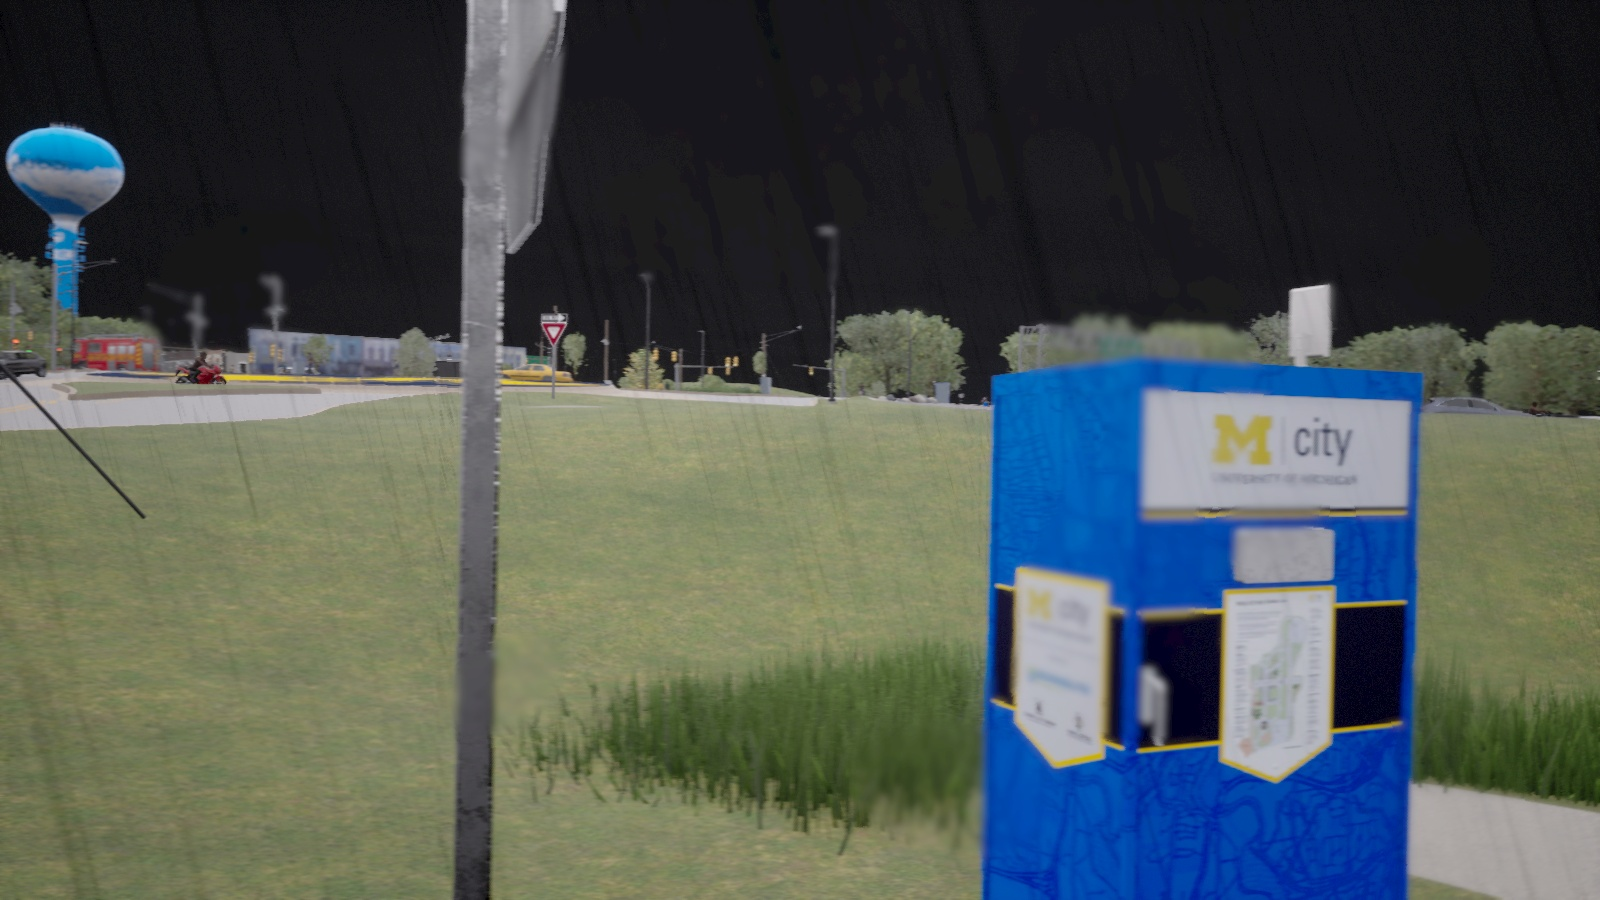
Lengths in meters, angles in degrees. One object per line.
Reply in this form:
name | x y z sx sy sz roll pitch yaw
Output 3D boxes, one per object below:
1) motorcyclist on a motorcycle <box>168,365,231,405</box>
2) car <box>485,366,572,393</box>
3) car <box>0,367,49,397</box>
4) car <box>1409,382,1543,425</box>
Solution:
motorcyclist on a motorcycle | -23.284 -2.522 48.715 2.044 1.523 0.797 0 3 2
car | -18.078 -4.700 83.783 5.366 1.575 1.801 1 1 1
car | -42.591 -3.655 67.253 1.816 1.474 4.193 0 6 8
car | 28.894 -2.032 53.869 4.856 1.649 2.033 3 3 25
